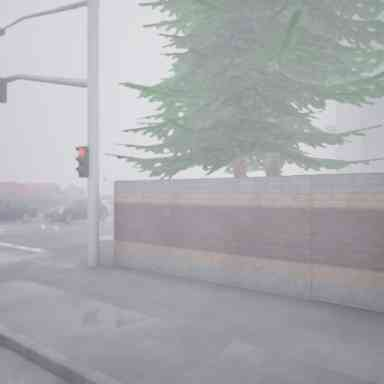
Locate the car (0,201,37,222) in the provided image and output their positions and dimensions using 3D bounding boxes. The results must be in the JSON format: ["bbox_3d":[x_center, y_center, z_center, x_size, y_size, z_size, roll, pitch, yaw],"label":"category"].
[{"bbox_3d":[-13.537,1.418,23.397,1.882,1.535,5.008,0,0,35],"label":"car"}]

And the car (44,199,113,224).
[{"bbox_3d":[-8.458,1.293,24.524,2.097,1.767,4.553,0,0,35],"label":"car"}]
